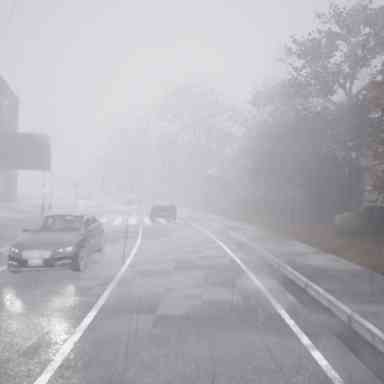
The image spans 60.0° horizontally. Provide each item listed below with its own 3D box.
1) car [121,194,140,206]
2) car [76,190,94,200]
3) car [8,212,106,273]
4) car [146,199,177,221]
[{"bbox_3d":[-7.844,1.015,42.525,1.812,1.442,4.674,1,1,-22],"label":"car"},{"bbox_3d":[-16.816,0.432,52.230,1.882,1.535,5.008,2,2,-30],"label":"car"},{"bbox_3d":[-4.018,1.444,10.608,2.128,1.511,4.902,0,0,-4],"label":"car"},{"bbox_3d":[-2.411,1.308,25.598,1.882,1.535,5.008,1,1,-12],"label":"car"}]
